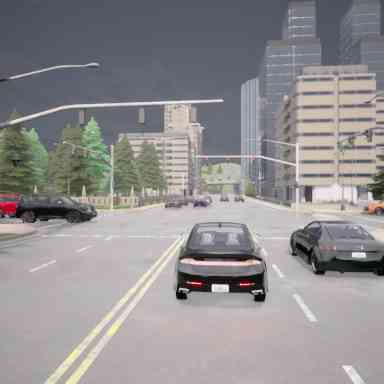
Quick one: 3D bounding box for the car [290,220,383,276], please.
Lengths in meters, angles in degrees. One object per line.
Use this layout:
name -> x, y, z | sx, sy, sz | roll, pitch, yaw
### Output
car -> 4.393, 1.564, 10.413 | 1.994, 1.385, 4.181 | 0, 0, 5

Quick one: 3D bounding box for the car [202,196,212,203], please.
car -> 3.170, 1.505, 68.475 | 1.837, 1.490, 4.892 | 0, 0, 6

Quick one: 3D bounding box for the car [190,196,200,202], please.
car -> 0.669, 1.585, 79.070 | 1.895, 1.301, 4.718 | 0, 0, 5

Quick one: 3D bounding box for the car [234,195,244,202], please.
car -> 10.935, 1.590, 76.114 | 1.895, 1.301, 4.718 | 0, 0, 5

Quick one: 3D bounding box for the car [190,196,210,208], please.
car -> 1.255, 1.601, 49.309 | 1.895, 1.301, 4.718 | 0, 0, 5

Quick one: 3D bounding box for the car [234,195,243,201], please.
car -> 11.821, 1.537, 85.420 | 2.033, 1.411, 5.357 | 0, 0, 5

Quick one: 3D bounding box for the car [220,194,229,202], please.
car -> 7.544, 1.549, 77.419 | 1.994, 1.385, 4.181 | 0, 0, 5

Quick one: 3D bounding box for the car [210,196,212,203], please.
car -> 2.142, 1.601, 58.430 | 1.895, 1.301, 4.718 | 0, 0, 6

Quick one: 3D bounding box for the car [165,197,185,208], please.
car -> -2.527, 1.564, 46.515 | 1.994, 1.385, 4.181 | 0, 0, 5

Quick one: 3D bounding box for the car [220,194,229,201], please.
car -> 8.334, 1.353, 85.722 | 2.097, 1.767, 4.553 | 0, 0, 5

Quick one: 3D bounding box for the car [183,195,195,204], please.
car -> -0.603, 1.477, 66.112 | 1.882, 1.535, 5.008 | 0, 0, 6

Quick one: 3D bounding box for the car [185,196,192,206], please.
car -> -1.644, 1.547, 55.715 | 2.033, 1.411, 5.357 | 0, 0, 6

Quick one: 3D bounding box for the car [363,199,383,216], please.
car -> 19.151, 1.352, 32.135 | 4.553, 1.767, 2.097 | 0, 0, 7

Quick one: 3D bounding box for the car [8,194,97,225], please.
car -> -9.789, 1.223, 24.054 | 5.566, 2.045, 2.150 | 0, 0, 5

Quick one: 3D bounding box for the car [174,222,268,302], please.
car -> 0.702, 1.491, 8.303 | 2.128, 1.511, 4.902 | 0, 0, 5

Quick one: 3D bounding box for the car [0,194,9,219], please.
car -> -14.095, 1.222, 27.977 | 5.566, 2.045, 2.150 | 0, 0, 5
